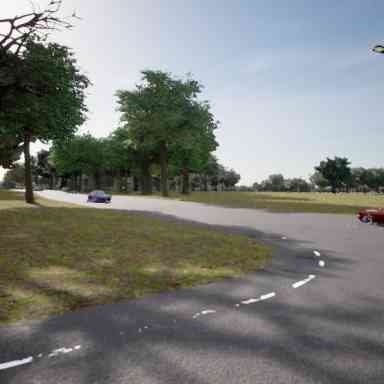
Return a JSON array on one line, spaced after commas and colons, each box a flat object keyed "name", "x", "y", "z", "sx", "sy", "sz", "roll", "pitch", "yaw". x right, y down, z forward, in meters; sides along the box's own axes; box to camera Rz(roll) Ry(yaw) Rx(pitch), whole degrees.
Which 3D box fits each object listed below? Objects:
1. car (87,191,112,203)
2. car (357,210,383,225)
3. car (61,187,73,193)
[{"name": "car", "x": -12.121, "y": 0.593, "z": 43.345, "sx": 1.882, "sy": 1.535, "sz": 5.008, "roll": -1, "pitch": 2, "yaw": -35}, {"name": "car", "x": 12.764, "y": 1.489, "z": 20.297, "sx": 1.895, "sy": 1.301, "sz": 4.718, "roll": -1, "pitch": 2, "yaw": -35}, {"name": "car", "x": -30.899, "y": -0.537, "z": 82.008, "sx": 1.837, "sy": 1.490, "sz": 4.892, "roll": -1, "pitch": 2, "yaw": -35}]
